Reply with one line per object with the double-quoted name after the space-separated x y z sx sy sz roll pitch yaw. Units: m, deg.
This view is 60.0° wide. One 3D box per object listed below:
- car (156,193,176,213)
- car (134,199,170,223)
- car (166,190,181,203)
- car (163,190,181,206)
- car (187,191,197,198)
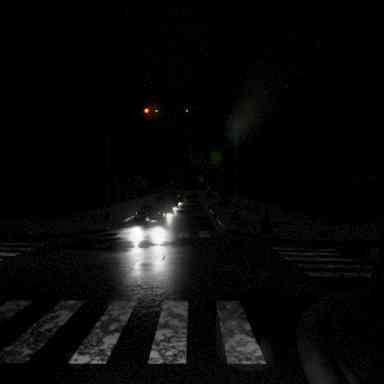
-2.867 1.183 33.044 1.837 1.490 4.892 0 1 0 "car"
-2.863 1.425 23.674 1.895 1.301 4.718 0 1 0 "car"
-2.831 0.666 52.751 2.097 1.767 4.553 0 1 0 "car"
-2.864 0.730 42.898 2.150 2.045 5.566 0 1 0 "car"
0.067 0.426 68.234 1.882 1.535 5.008 0 0 0 "car"
